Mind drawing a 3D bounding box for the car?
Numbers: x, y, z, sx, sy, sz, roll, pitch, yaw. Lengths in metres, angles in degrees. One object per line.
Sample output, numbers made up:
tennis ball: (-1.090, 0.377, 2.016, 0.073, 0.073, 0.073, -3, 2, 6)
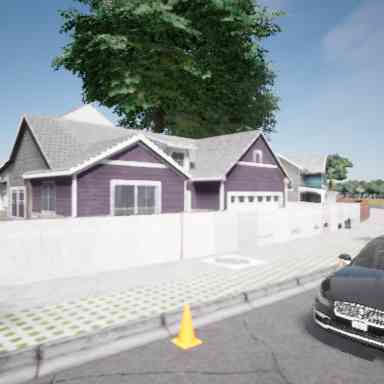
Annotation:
car: (4.069, 1.553, 6.037, 4.892, 1.490, 1.837, 1, 0, -41)

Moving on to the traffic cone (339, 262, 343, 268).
traffic cone: (3.653, 2.011, 8.150, 0.340, 0.580, 0.340, 1, 0, -41)

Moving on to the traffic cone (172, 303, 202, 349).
traffic cone: (-0.077, 1.977, 5.029, 0.340, 0.580, 0.340, 0, 0, -38)
